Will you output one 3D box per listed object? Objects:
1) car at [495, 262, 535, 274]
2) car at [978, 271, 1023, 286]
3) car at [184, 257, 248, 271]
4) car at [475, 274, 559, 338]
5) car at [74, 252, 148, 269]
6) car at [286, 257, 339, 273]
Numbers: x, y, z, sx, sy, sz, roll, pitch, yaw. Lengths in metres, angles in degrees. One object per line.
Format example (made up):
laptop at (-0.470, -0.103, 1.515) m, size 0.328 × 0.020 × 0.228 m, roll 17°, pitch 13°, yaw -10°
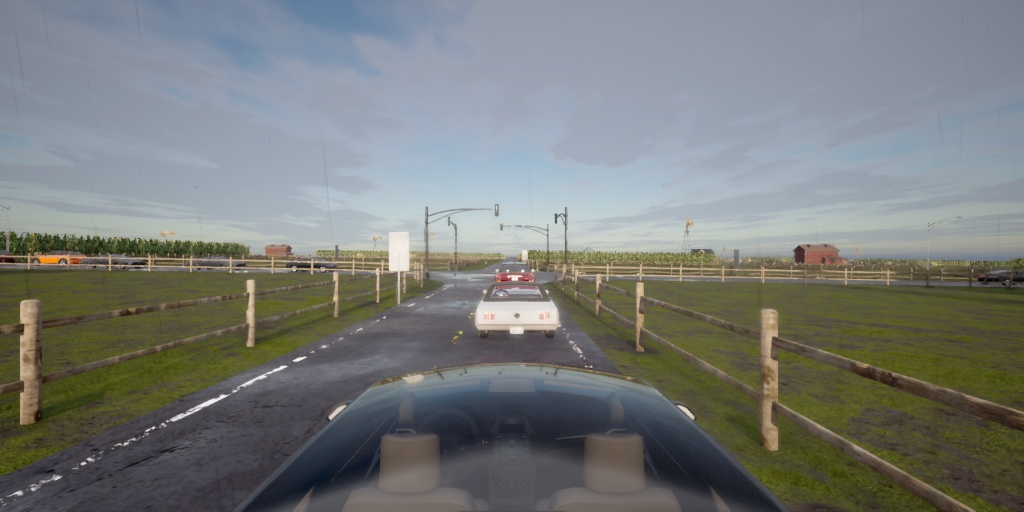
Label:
car at (0.164, 1.103, 19.087) m, size 2.097 × 1.767 × 4.553 m, roll 0°, pitch 0°, yaw 1°
car at (50.689, 2.257, 36.522) m, size 4.892 × 1.490 × 1.837 m, roll 1°, pitch 0°, yaw 0°
car at (-30.237, 0.759, 36.701) m, size 5.357 × 1.411 × 2.033 m, roll 1°, pitch 0°, yaw 0°
car at (0.117, 1.351, 10.098) m, size 1.895 × 1.301 × 4.718 m, roll 0°, pitch 0°, yaw 0°
car at (-40.759, 0.570, 36.729) m, size 5.357 × 1.411 × 2.033 m, roll 1°, pitch 0°, yaw 1°
car at (-20.348, 0.896, 36.674) m, size 4.892 × 1.490 × 1.837 m, roll 1°, pitch 0°, yaw 0°
